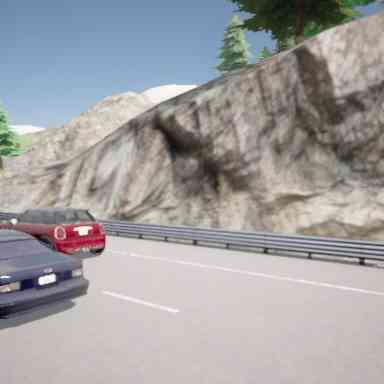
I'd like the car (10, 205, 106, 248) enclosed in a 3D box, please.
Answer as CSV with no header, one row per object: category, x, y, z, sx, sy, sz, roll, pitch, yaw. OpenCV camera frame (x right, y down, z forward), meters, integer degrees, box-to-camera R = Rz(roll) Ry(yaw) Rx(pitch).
car,-5.227,1.317,11.987,4.553,1.767,2.097,0,0,36

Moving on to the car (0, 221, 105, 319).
car,-4.490,1.524,7.130,5.357,1.411,2.033,0,0,36
